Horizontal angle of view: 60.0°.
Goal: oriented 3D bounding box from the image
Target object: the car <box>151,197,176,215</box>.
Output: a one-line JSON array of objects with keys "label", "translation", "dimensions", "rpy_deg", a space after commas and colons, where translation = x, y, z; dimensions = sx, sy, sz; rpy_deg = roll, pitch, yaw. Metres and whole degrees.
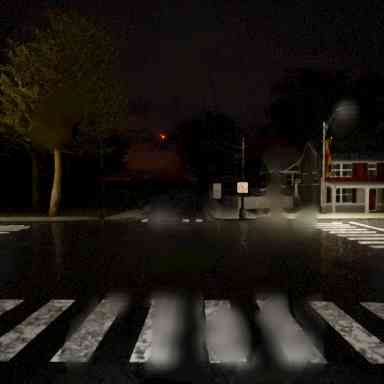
[{"label": "car", "translation": [-2.973, 1.447, 33.816], "dimensions": [1.882, 1.535, 5.008], "rpy_deg": [0, 0, 0]}]

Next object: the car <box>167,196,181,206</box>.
[{"label": "car", "translation": [-2.889, 1.484, 54.747], "dimensions": [2.033, 1.411, 5.357], "rpy_deg": [0, 0, 0]}]

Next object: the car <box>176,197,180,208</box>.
[{"label": "car", "translation": [-2.933, 1.460, 44.119], "dimensions": [1.837, 1.490, 4.892], "rpy_deg": [0, 0, 0]}]
